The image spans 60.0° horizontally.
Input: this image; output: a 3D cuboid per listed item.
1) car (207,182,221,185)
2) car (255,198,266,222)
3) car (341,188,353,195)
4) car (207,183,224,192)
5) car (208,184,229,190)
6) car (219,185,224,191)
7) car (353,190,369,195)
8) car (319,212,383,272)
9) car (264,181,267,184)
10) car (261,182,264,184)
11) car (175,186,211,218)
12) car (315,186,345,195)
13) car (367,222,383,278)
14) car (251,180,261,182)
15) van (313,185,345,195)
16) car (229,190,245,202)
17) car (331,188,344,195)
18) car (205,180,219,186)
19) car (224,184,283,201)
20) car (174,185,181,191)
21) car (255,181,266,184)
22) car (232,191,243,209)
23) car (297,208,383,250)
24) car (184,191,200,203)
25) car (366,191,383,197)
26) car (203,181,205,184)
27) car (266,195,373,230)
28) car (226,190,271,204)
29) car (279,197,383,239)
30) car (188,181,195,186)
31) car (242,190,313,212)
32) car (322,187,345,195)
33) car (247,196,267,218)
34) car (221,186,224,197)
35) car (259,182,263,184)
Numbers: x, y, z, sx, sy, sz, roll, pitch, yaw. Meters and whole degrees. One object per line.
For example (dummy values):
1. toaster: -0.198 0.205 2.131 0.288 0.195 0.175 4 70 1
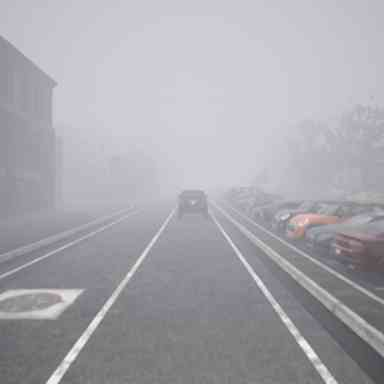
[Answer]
1. car: 6.690 -1.022 80.629 5.008 1.535 2.097 0 3 0
2. car: 6.563 1.298 20.210 4.792 1.488 2.163 0 1 0
3. car: 19.921 0.697 36.892 5.366 1.575 1.946 0 3 0
4. car: 6.637 -0.826 77.860 4.792 1.488 2.163 0 3 0
5. car: 6.906 -1.358 86.170 5.366 1.575 1.946 0 3 0
6. car: 6.708 0.174 48.056 4.792 1.488 2.163 0 3 0
7. car: 19.901 0.817 34.099 5.366 1.575 1.946 0 3 0
8. car: 6.446 1.465 9.067 5.008 1.535 2.097 0 1 0
9. car: 19.778 -0.990 77.889 4.553 1.767 2.185 0 3 0
10. car: 19.734 -0.994 80.540 4.792 1.488 2.163 0 3 0
11. car: 0.068 0.817 25.533 2.150 2.045 5.566 0 2 0
12. car: 19.800 0.319 45.374 4.674 1.452 2.002 0 3 0
13. car: 6.427 1.493 6.278 5.008 1.535 2.097 0 0 0
14. car: 19.864 -1.938 91.582 5.566 2.045 2.435 0 3 0
15. van: 19.691 -0.085 48.031 4.442 1.987 1.878 -1 3 0
16. car: 6.629 0.825 34.139 4.892 1.521 2.231 0 2 0
17. car: 19.785 0.600 39.684 4.792 1.488 2.163 0 3 0
18. car: 6.731 -1.439 83.385 5.566 2.045 2.435 0 3 0
19. car: 6.684 0.453 36.914 5.566 2.045 2.435 0 3 0
20. car: -3.387 -1.028 80.008 2.033 1.411 5.357 0 3 0
21. car: 19.614 -1.358 86.069 5.366 1.575 1.946 0 3 0
22. car: 6.586 0.963 31.363 4.792 1.488 2.163 0 2 0
23. car: 6.476 1.468 11.856 4.674 1.452 2.002 0 1 0
24. car: 0.032 0.672 43.680 1.994 1.385 4.181 0 2 0
25. car: 19.667 0.954 31.448 4.792 1.488 2.163 0 2 0
26. car: 6.571 -1.690 91.715 5.366 1.575 1.946 0 3 0
27. car: 6.545 1.205 17.420 4.553 1.767 2.185 0 1 0
28. car: 6.671 0.575 39.716 5.008 1.535 2.097 0 3 0
29. car: 6.524 1.258 14.640 4.553 1.767 2.185 0 1 0
30. car: -0.143 -1.543 88.080 1.882 1.535 5.008 0 3 0
31. car: 6.543 0.993 25.779 4.553 1.767 2.185 0 2 0
32. car: 19.780 0.465 42.593 4.674 1.452 2.002 0 3 0
33. car: 6.525 1.227 22.997 4.792 1.488 2.163 0 2 0
34. car: 6.746 0.321 45.276 4.792 1.488 2.163 0 3 0
35. car: 19.779 -1.149 83.305 4.674 1.452 2.002 0 3 0
